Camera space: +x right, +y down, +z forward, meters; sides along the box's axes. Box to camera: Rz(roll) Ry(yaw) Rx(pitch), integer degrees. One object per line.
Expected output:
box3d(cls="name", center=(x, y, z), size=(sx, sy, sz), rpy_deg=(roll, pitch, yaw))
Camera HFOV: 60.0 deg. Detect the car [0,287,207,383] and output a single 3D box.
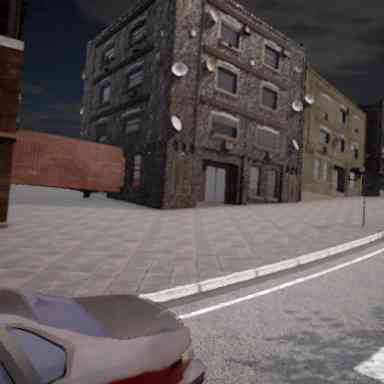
box3d(cls="car", center=(-2.433, 1.564, 2.342), size=(5.357, 1.411, 2.033), rpy_deg=(0, 0, -35))
